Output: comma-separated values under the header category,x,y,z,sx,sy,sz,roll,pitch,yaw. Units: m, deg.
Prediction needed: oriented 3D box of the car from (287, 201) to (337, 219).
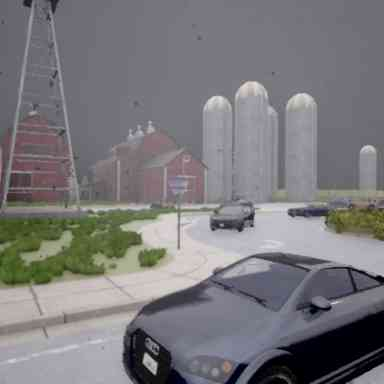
category,x,y,z,sx,sy,sz,roll,pitch,yaw
car,10.996,1.770,30.704,4.718,1.301,1.895,1,0,-32

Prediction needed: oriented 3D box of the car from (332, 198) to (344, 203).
category,x,y,z,sx,sy,sz,roll,pitch,yaw
car,28.117,1.864,62.631,2.242,1.667,4.611,0,0,-31

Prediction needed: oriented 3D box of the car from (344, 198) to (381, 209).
category,x,y,z,sx,sy,sz,roll,pitch,yaw
car,23.096,1.602,44.006,1.932,1.855,4.605,0,0,-31

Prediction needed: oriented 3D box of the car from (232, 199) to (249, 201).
category,x,y,z,sx,sy,sz,roll,pitch,yaw
car,4.024,1.647,32.104,1.784,1.438,3.905,0,0,-31

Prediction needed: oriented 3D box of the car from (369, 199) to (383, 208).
category,x,y,z,sx,sy,sz,roll,pitch,yaw
car,22.570,1.833,37.757,4.181,1.385,1.994,0,0,-32

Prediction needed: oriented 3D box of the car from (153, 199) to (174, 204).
category,x,y,z,sx,sy,sz,roll,pitch,yaw
car,-3.717,1.611,42.449,1.816,1.474,4.193,0,0,-31

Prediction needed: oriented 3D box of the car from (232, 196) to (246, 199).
category,x,y,z,sx,sy,sz,roll,pitch,yaw
car,7.481,1.518,49.980,1.905,1.878,3.866,0,0,-31

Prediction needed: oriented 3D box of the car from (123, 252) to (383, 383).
category,x,y,z,sx,sy,sz,roll,pitch,yaw
car,1.227,1.585,4.516,4.181,1.385,1.994,0,0,-34

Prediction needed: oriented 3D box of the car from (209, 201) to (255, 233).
category,x,y,z,sx,sy,sz,roll,pitch,yaw
car,2.587,1.558,20.608,1.882,1.535,5.008,0,0,23
